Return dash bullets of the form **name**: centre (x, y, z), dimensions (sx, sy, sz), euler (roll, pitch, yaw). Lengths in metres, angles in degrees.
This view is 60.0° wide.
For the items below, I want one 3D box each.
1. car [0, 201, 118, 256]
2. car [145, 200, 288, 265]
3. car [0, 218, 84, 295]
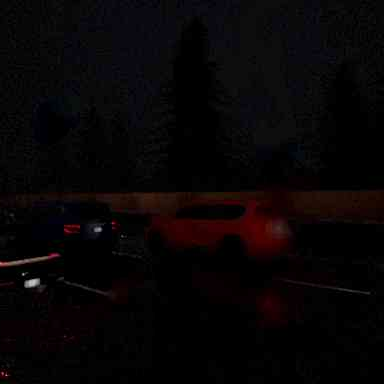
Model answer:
- **car**: centre (-5.142, 1.358, 12.659), dimensions (5.566, 2.045, 2.150), euler (-1, -1, 40)
- **car**: centre (0.711, 1.316, 12.380), dimensions (5.566, 2.045, 2.150), euler (-1, 0, 38)
- **car**: centre (-5.014, 1.591, 8.039), dimensions (4.902, 1.511, 2.128), euler (-1, -1, 39)
